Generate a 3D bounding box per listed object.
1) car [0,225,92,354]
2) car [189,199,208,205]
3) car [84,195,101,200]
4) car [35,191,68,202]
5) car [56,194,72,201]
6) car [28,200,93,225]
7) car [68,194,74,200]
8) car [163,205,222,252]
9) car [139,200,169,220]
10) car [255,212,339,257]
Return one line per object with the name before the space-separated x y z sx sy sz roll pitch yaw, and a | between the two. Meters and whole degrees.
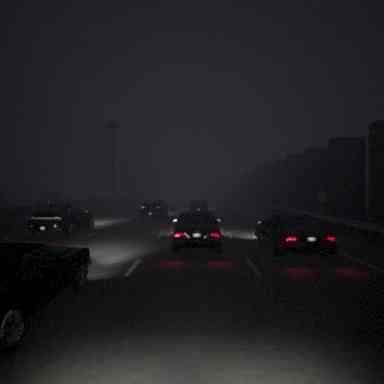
car | -3.381 1.567 5.993 1.895 1.301 4.718 0 0 0
car | 0.696 1.405 34.603 1.895 1.301 4.718 0 0 1
car | -16.918 1.244 56.651 1.994 1.385 4.181 0 0 0
car | -20.353 0.952 47.690 2.150 2.045 5.566 0 0 0
car | -28.357 1.120 73.963 2.033 1.411 5.357 0 0 -5
car | -6.701 1.393 17.481 2.128 1.511 4.902 0 0 1
car | -24.026 1.241 63.178 1.895 1.301 4.718 0 0 -2
car | 0.211 1.470 13.559 2.033 1.411 5.357 0 0 1
car | -2.983 1.341 26.709 2.128 1.511 4.902 0 0 1
car | 3.692 1.475 12.635 2.033 1.411 5.357 0 0 1
